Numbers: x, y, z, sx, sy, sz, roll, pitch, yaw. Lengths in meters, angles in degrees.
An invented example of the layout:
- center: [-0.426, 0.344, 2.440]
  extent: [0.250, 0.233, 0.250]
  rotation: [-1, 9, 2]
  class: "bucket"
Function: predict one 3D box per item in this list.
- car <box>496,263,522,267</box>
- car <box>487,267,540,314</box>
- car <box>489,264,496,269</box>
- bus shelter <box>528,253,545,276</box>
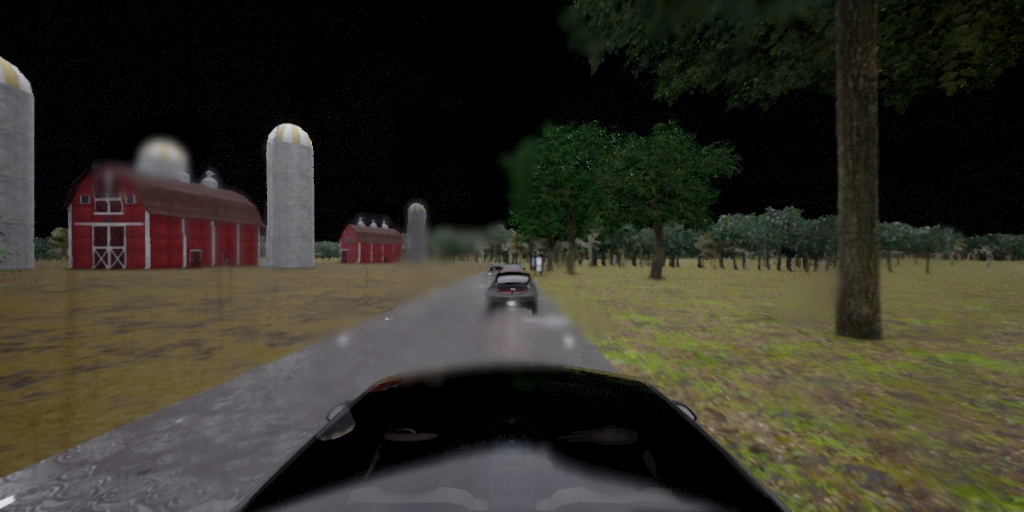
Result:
- center: [0.063, 1.343, 29.168]
  extent: [2.097, 1.767, 4.553]
  rotation: [0, -1, 1]
  class: "car"
- center: [0.055, 1.362, 14.282]
  extent: [1.837, 1.490, 4.892]
  rotation: [0, 0, 1]
  class: "car"
- center: [-2.775, 1.887, 58.658]
  extent: [1.895, 1.301, 4.718]
  rotation: [0, -1, 1]
  class: "car"
- center: [3.150, 1.021, 44.895]
  extent: [1.920, 2.740, 3.880]
  rotation: [0, 0, 0]
  class: "bus shelter"
